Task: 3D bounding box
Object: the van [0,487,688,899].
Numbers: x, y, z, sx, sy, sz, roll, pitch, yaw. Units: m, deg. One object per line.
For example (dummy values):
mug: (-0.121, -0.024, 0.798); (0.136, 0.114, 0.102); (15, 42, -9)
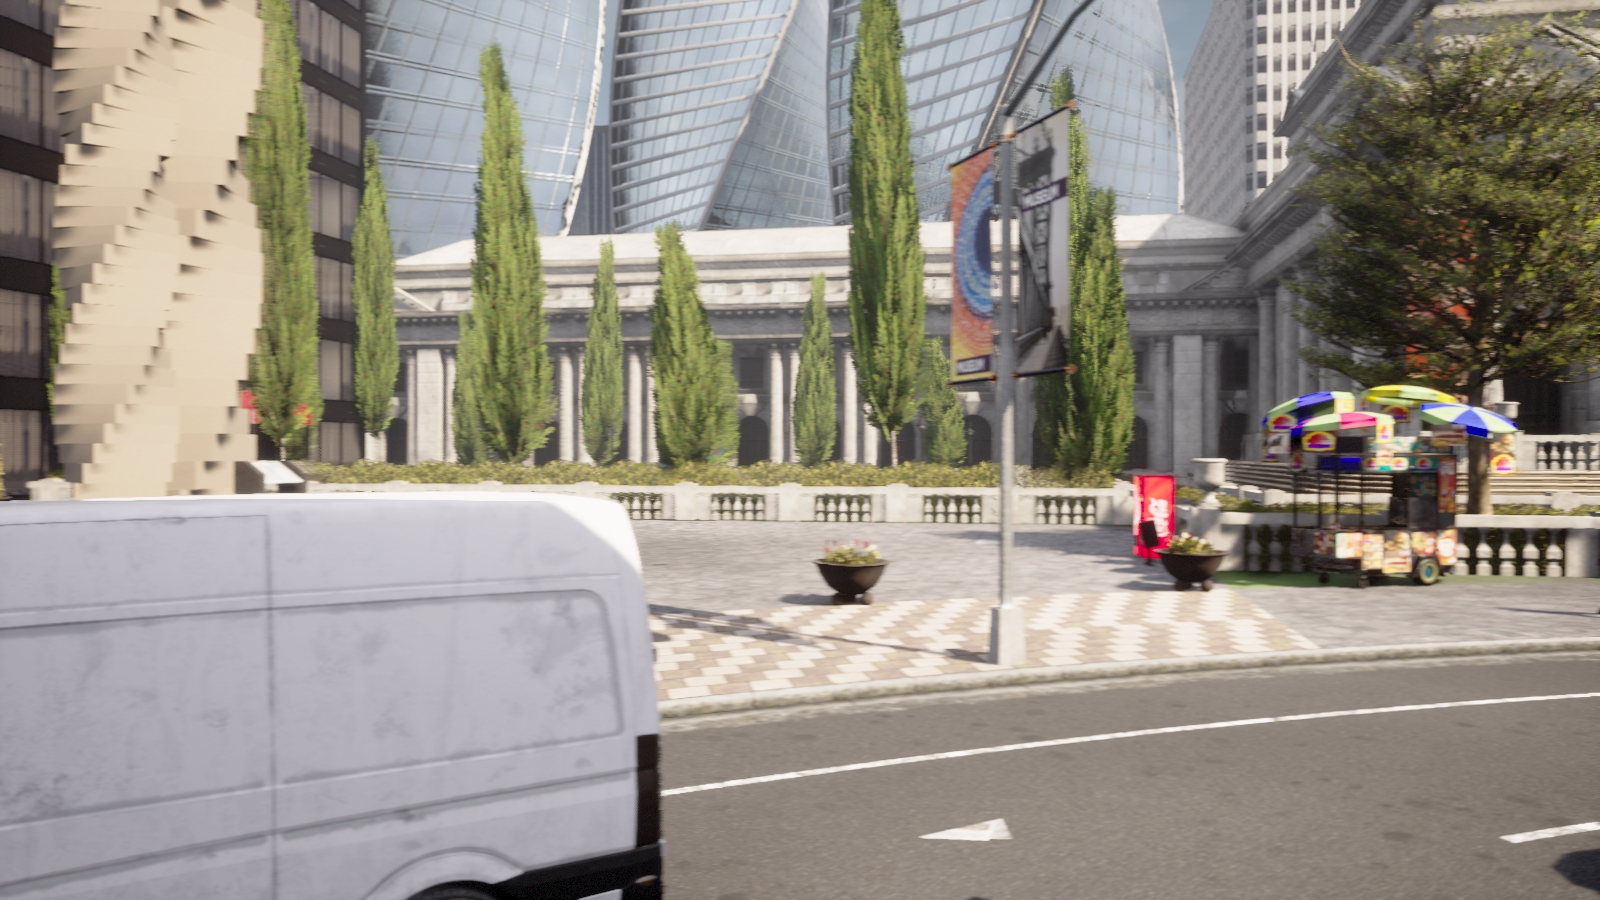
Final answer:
van: (-3.647, 1.530, 5.361); (5.915, 2.561, 1.988); (0, 0, -30)
